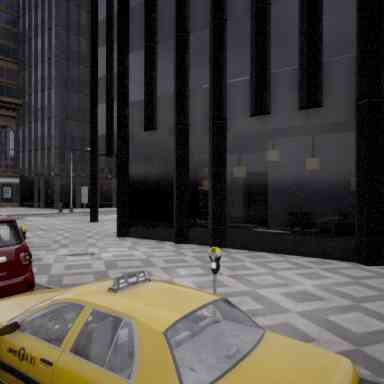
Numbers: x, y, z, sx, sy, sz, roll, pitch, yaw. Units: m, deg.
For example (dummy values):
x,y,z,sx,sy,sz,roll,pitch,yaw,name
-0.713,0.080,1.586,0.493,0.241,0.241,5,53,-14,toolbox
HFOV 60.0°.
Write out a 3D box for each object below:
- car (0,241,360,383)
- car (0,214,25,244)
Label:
x,y,z,sx,sy,sz,roll,pitch,yaw,name
-0.846,1.525,3.555,4.829,1.417,1.752,0,0,35,car
-5.141,1.313,6.583,5.009,1.841,2.192,0,0,35,car
